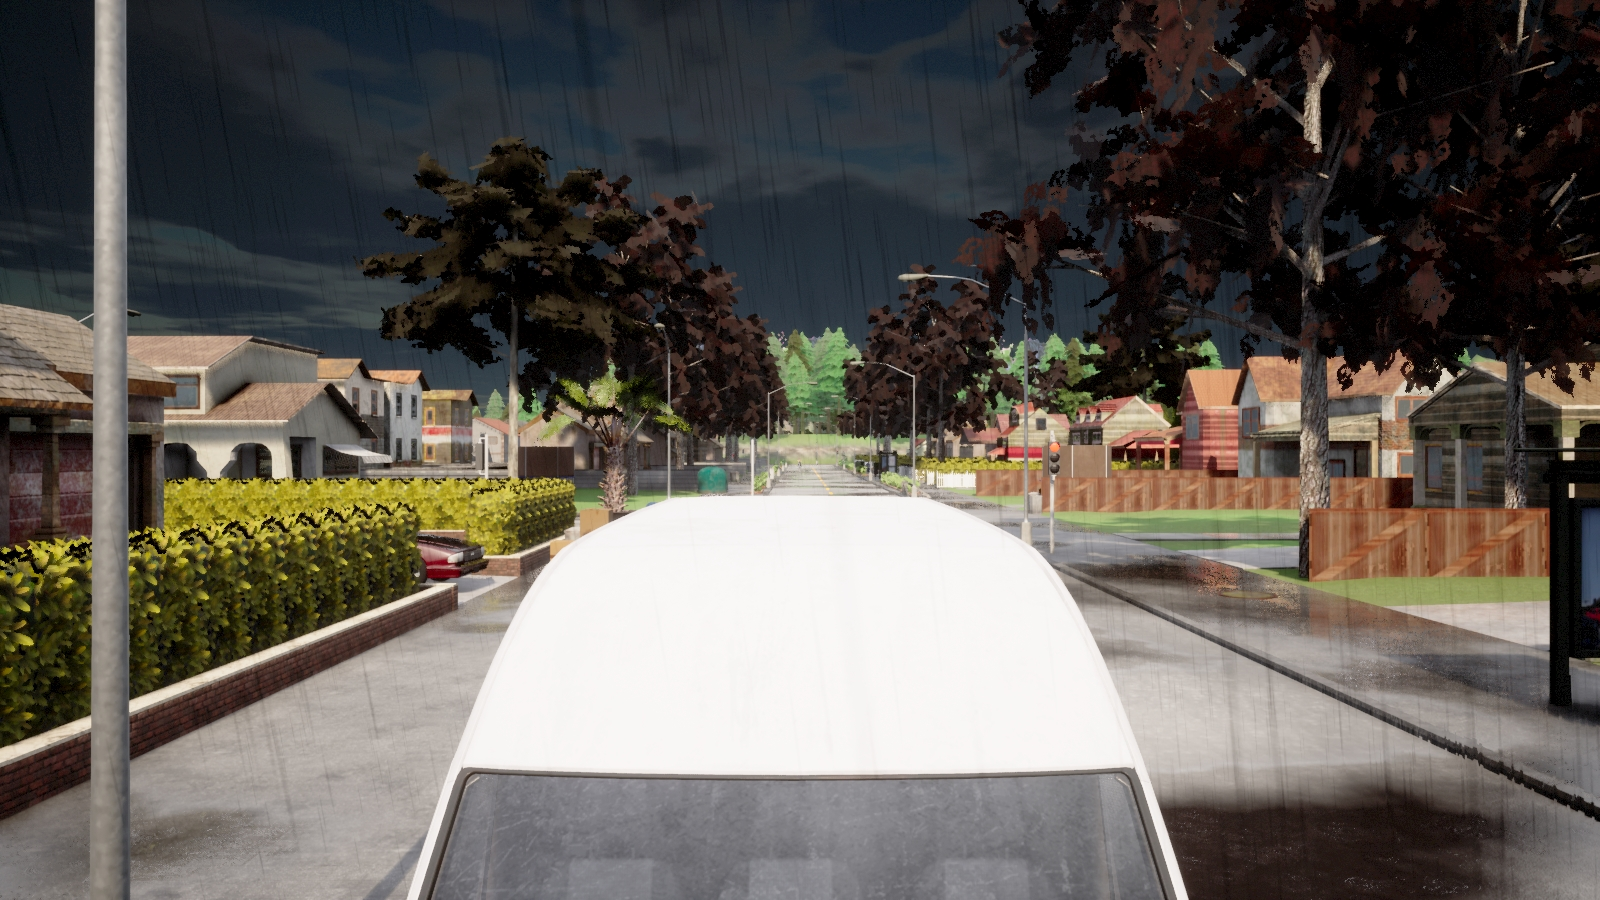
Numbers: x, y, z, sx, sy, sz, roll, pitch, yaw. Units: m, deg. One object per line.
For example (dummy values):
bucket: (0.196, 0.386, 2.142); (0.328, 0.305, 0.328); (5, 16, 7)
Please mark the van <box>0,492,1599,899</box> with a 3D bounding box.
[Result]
van: (0.002, 1.537, 4.030); (1.988, 2.561, 5.915); (0, 0, 0)
